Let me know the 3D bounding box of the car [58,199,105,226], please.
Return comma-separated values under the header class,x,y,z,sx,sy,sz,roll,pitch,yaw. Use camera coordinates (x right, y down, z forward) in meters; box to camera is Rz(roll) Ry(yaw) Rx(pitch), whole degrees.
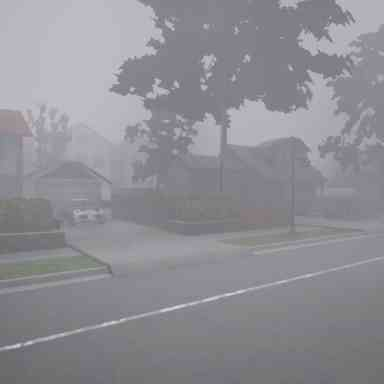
class,x,y,z,sx,sy,sz,roll,pitch,yaw
car,-6.634,1.167,19.898,1.970,1.475,3.806,0,0,-35
